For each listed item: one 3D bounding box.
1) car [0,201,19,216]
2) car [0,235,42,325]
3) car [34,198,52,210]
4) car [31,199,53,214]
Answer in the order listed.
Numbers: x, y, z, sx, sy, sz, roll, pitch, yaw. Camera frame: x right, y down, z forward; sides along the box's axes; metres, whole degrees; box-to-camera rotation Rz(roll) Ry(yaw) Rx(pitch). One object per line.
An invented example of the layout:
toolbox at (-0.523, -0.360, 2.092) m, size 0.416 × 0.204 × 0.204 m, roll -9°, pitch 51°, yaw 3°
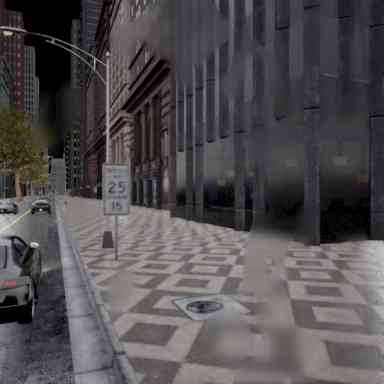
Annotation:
car at (-18.197, 1.590, 32.562) m, size 1.994 × 1.385 × 4.181 m, roll 0°, pitch 0°, yaw -22°
car at (-4.169, 1.569, 6.740) m, size 1.994 × 1.385 × 4.181 m, roll 0°, pitch 0°, yaw -23°
car at (-20.123, 1.597, 45.195) m, size 2.033 × 1.411 × 5.357 m, roll 0°, pitch 0°, yaw -22°
car at (-16.084, 1.535, 35.598) m, size 1.837 × 1.490 × 4.892 m, roll 0°, pitch 0°, yaw -22°
